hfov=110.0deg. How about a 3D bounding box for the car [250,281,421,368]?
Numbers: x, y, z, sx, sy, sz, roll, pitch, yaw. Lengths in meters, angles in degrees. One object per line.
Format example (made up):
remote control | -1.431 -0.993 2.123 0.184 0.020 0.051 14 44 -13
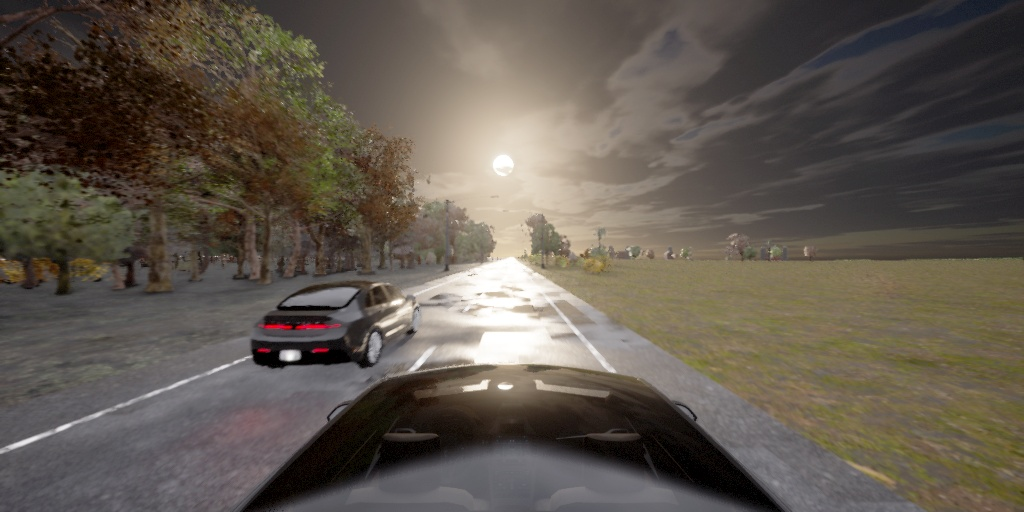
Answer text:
car | -3.399 1.288 7.915 1.837 1.490 4.892 0 0 0
